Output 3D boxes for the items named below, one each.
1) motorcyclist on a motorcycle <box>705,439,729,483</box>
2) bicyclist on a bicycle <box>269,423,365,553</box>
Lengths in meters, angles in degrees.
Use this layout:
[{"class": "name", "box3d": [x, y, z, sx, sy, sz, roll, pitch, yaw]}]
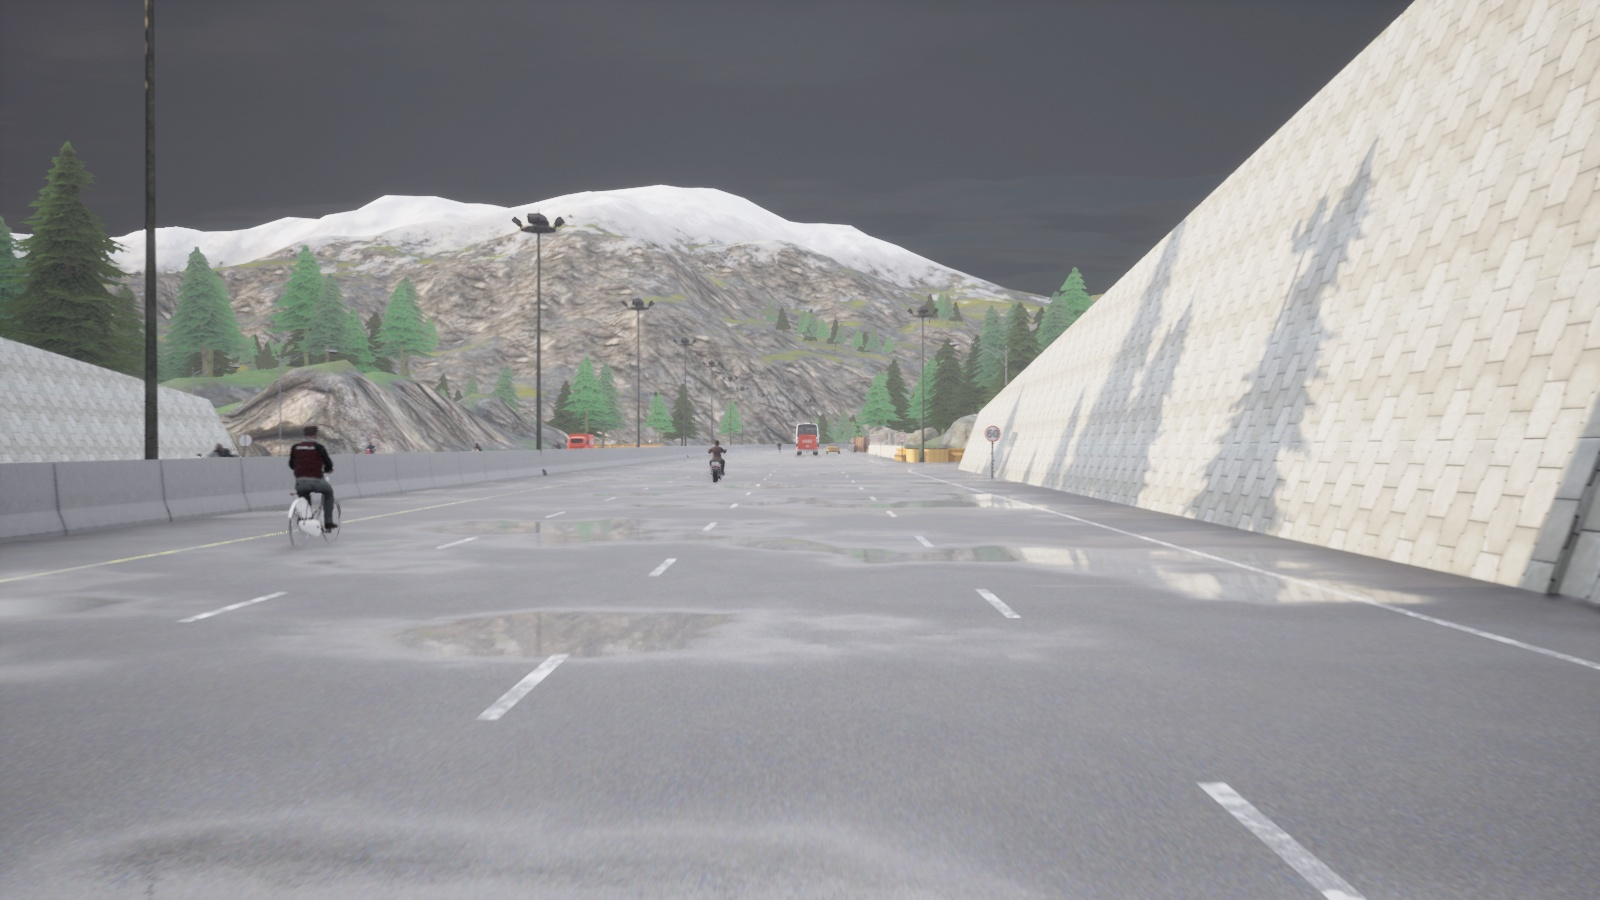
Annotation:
[{"class": "motorcyclist on a motorcycle", "box3d": [-3.205, 0.419, 48.832, 0.766, 1.649, 2.350, 0, 0, 0]}, {"class": "bicyclist on a bicycle", "box3d": [-6.882, 0.510, 17.983, 0.659, 1.776, 1.843, 0, 1, 0]}]
